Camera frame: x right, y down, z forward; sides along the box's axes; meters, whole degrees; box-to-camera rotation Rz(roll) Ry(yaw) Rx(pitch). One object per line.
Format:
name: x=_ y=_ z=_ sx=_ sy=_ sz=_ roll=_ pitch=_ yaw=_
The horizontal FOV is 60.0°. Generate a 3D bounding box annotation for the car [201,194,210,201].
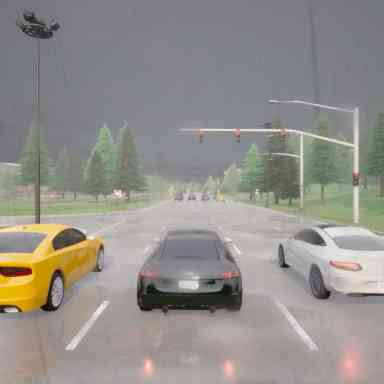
car: x=3.505 y=1.545 z=82.108 sx=1.994 sy=1.385 sz=4.181 roll=0 pitch=0 yaw=0

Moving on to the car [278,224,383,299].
car: x=3.519 y=1.526 z=8.305 sx=1.812 sy=1.442 sz=4.674 roll=0 pitch=0 yaw=1

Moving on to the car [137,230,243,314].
car: x=0.002 y=1.564 z=7.732 sx=1.994 sy=1.385 sz=4.181 roll=0 pitch=0 yaw=2

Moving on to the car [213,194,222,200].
car: x=7.006 y=1.385 z=92.111 sx=1.994 sy=1.385 sz=4.181 roll=0 pitch=0 yaw=0

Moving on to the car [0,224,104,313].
car: x=-3.487 y=1.478 z=7.761 sx=1.882 sy=1.535 sz=5.008 roll=0 pitch=0 yaw=0

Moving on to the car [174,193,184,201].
car: x=-3.495 y=1.587 z=82.138 sx=1.895 sy=1.301 sz=4.718 roll=0 pitch=0 yaw=0

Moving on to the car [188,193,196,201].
car: x=0.005 y=1.347 z=82.078 sx=2.097 sy=1.767 sz=4.553 roll=0 pitch=0 yaw=0

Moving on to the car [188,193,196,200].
car: x=0.006 y=1.187 z=92.081 sx=2.097 sy=1.767 sz=4.553 roll=0 pitch=0 yaw=0

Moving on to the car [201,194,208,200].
car: x=3.506 y=1.332 z=92.111 sx=1.837 sy=1.490 sz=4.892 roll=0 pitch=0 yaw=0

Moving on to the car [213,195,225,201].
car: x=7.005 y=1.469 z=81.691 sx=1.882 sy=1.535 sz=5.008 roll=0 pitch=0 yaw=0
